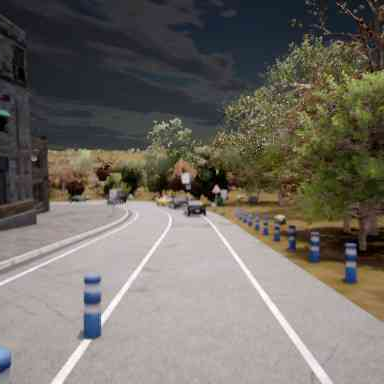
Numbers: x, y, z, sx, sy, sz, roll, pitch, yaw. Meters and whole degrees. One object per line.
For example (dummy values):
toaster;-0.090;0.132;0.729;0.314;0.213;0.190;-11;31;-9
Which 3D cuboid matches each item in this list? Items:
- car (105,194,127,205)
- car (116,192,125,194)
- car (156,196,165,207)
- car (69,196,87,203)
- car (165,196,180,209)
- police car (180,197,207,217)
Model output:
car;-13.682;1.614;59.420;1.994;1.385;4.181;-4;2;-32
car;-15.412;1.010;67.428;2.150;2.045;5.566;-6;3;-43
car;-4.010;1.329;50.511;1.801;1.575;5.366;-2;2;-22
car;-26.698;1.620;77.928;4.902;1.511;2.128;-3;3;33
car;-1.878;1.464;44.414;1.837;1.490;4.892;-2;1;-16
police car;0.241;1.553;34.299;1.930;1.638;5.238;-1;1;-7
